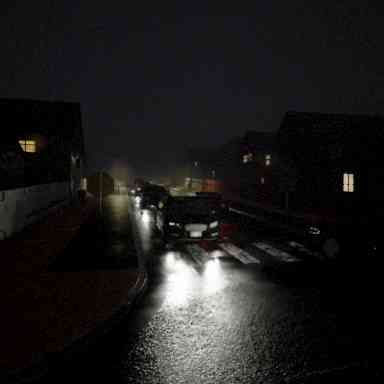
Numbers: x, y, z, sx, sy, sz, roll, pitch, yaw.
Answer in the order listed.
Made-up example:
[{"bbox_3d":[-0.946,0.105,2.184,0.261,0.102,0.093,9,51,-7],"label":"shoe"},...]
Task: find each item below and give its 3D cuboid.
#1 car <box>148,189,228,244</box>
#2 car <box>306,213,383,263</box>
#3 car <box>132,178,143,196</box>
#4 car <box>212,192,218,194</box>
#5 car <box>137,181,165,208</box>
[{"bbox_3d":[-0.331,0.893,12.589,2.128,1.511,4.902,1,3,-11],"label":"car"},{"bbox_3d":[5.744,1.258,9.034,5.008,1.535,1.882,7,5,30],"label":"car"},{"bbox_3d":[-5.212,-0.390,36.117,1.837,1.490,4.892,1,4,-12],"label":"car"},{"bbox_3d":[0.757,0.637,20.206,1.895,1.301,4.718,1,3,-8],"label":"car"},{"bbox_3d":[-2.752,0.236,24.327,1.882,1.535,5.008,0,3,-12],"label":"car"}]
